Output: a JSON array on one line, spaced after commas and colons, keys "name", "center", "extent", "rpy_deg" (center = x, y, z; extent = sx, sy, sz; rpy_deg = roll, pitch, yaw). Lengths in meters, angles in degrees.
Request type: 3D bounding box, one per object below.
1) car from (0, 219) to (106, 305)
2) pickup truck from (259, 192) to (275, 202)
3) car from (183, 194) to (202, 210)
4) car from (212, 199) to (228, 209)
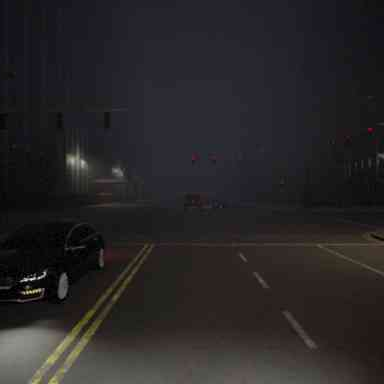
[{"name": "car", "center": [-3.515, 1.503, 8.247], "extent": [1.837, 1.490, 4.892], "rpy_deg": [0, 0, 0]}, {"name": "pickup truck", "center": [16.611, 1.032, 72.808], "extent": [2.390, 2.098, 6.274], "rpy_deg": [0, 0, 31]}, {"name": "car", "center": [0.096, 1.208, 42.103], "extent": [2.150, 2.045, 5.566], "rpy_deg": [0, 0, 0]}, {"name": "car", "center": [3.594, 1.585, 43.760], "extent": [1.895, 1.301, 4.718], "rpy_deg": [0, 0, 0]}]
